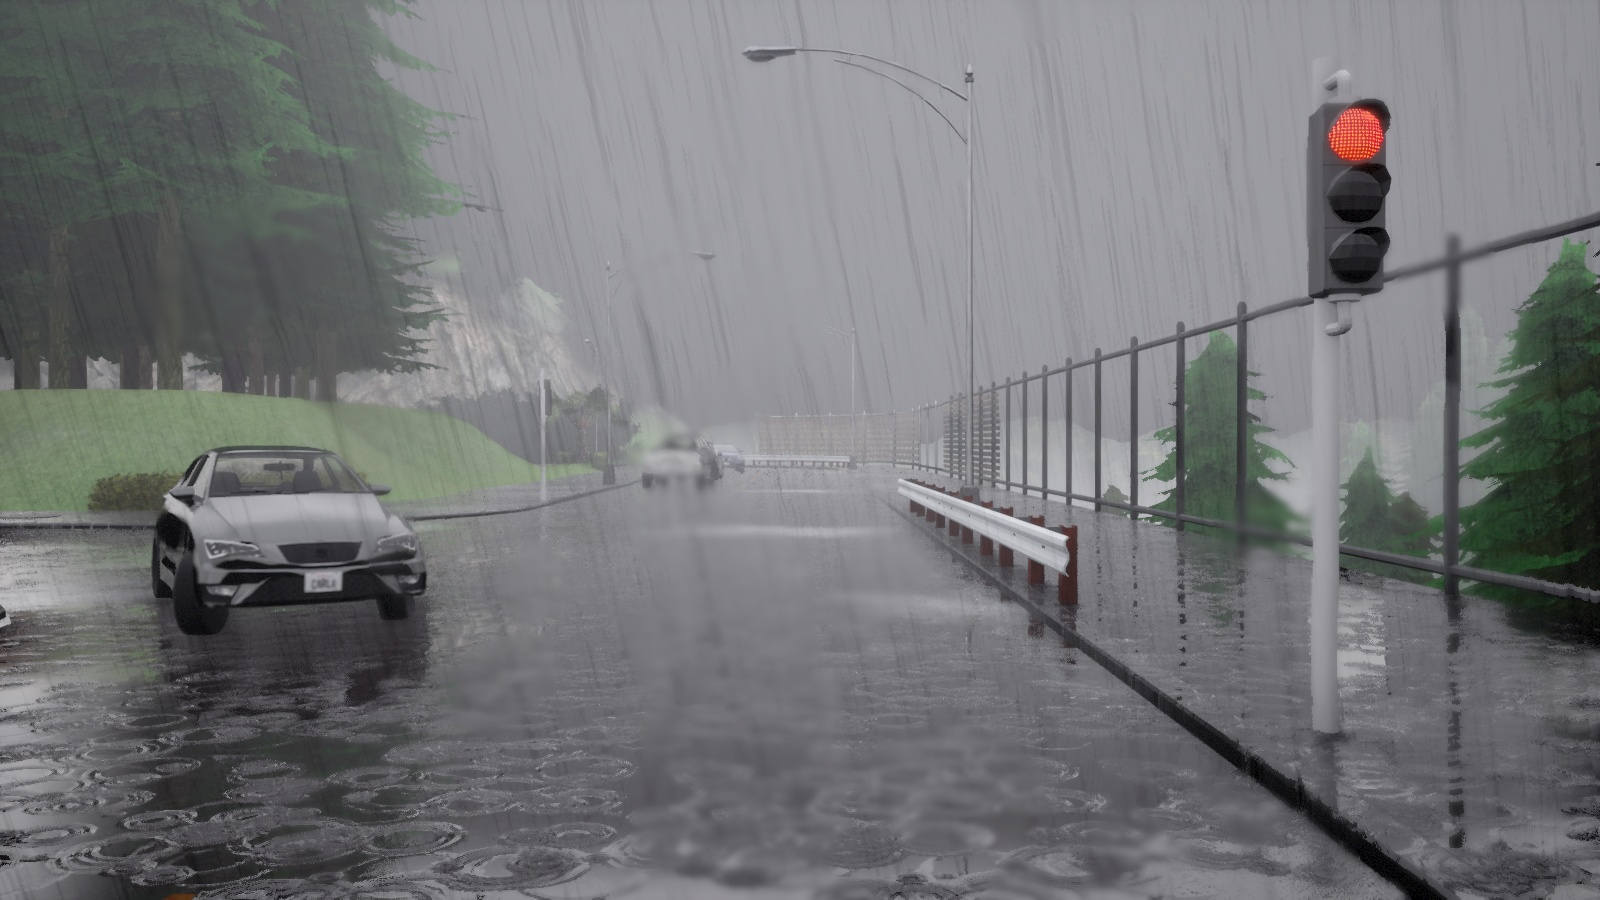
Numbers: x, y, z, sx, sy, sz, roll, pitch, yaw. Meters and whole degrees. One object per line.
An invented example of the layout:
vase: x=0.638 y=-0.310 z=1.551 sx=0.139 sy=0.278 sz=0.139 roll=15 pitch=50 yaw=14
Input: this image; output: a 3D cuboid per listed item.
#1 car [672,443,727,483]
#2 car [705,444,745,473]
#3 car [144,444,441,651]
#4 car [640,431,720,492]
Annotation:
car: x=-3.912 y=0.478 z=49.425 sx=1.845 sy=1.501 sz=3.633 roll=0 pitch=0 yaw=0
car: x=-3.890 y=0.405 z=64.576 sx=1.812 sy=1.442 sz=4.674 roll=0 pitch=0 yaw=-6
car: x=-4.704 y=0.693 z=11.251 sx=1.816 sy=1.474 sz=4.193 roll=0 pitch=0 yaw=-31
car: x=-3.834 y=0.330 z=40.803 sx=1.932 sy=1.855 sz=4.605 roll=0 pitch=0 yaw=3
